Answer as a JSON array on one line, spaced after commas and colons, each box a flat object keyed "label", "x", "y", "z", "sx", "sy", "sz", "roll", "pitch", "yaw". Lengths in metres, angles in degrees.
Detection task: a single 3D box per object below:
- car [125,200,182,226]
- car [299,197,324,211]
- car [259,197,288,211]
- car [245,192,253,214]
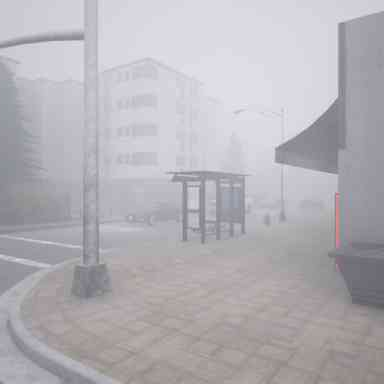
[{"label": "car", "x": -2.307, "y": 1.328, "z": 22.164, "sx": 1.837, "sy": 1.490, "sz": 4.892, "roll": 0, "pitch": 0, "yaw": 36}, {"label": "car", "x": 13.751, "y": 1.329, "z": 38.192, "sx": 1.837, "sy": 1.490, "sz": 4.892, "roll": 0, "pitch": 0, "yaw": 36}, {"label": "car", "x": 9.521, "y": 1.301, "z": 38.562, "sx": 1.882, "sy": 1.535, "sz": 5.008, "roll": 0, "pitch": 0, "yaw": 36}, {"label": "car", "x": 3.578, "y": 1.045, "z": 30.347, "sx": 2.150, "sy": 2.045, "sz": 5.566, "roll": 0, "pitch": 0, "yaw": 36}]
